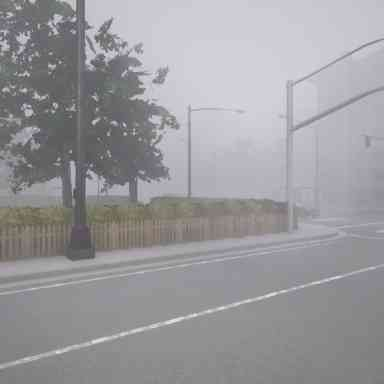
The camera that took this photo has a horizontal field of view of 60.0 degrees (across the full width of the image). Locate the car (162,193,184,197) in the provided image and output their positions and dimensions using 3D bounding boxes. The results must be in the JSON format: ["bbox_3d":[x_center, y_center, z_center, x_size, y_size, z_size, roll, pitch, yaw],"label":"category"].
[{"bbox_3d":[-2.338,1.221,47.233,2.150,2.045,5.566,0,0,-35],"label":"car"}]

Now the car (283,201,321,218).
[{"bbox_3d":[9.368,1.526,30.313,1.812,1.442,4.674,0,0,-35],"label":"car"}]
